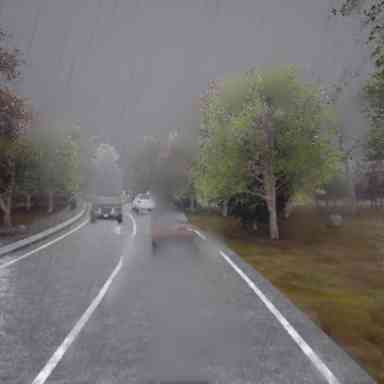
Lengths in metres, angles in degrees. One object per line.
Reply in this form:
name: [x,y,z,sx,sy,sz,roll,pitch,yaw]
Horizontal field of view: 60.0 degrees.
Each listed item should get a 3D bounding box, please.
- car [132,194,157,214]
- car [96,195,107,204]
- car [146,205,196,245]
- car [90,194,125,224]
car: [-5.250,1.238,36.388,2.150,2.045,5.566,1,-1,-16]
car: [-17.534,1.423,64.467,1.812,1.442,4.674,1,0,-17]
car: [-1.000,1.572,15.643,2.033,1.411,5.357,0,0,-7]
car: [-6.235,1.208,24.742,2.150,2.045,5.566,1,0,-12]
